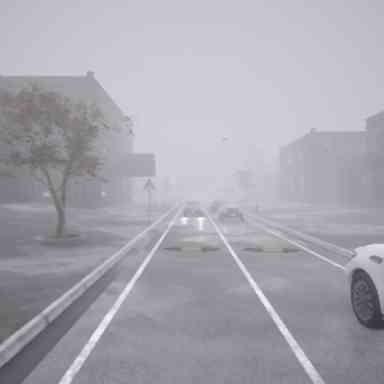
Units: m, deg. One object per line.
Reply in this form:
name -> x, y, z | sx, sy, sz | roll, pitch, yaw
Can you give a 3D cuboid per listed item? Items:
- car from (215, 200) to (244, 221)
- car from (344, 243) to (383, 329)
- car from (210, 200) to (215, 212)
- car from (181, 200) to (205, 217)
car -> 3.115, 1.550, 27.169 | 1.812, 1.442, 4.674 | 0, 0, 1
car -> 3.904, 1.240, 3.836 | 2.150, 2.045, 5.566 | 0, 0, 0
car -> 3.120, 1.567, 39.152 | 1.994, 1.385, 4.181 | 0, 0, 1
car -> 0.070, 1.516, 31.735 | 1.837, 1.490, 4.892 | 0, 0, 0
